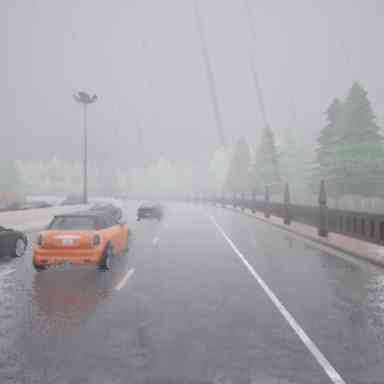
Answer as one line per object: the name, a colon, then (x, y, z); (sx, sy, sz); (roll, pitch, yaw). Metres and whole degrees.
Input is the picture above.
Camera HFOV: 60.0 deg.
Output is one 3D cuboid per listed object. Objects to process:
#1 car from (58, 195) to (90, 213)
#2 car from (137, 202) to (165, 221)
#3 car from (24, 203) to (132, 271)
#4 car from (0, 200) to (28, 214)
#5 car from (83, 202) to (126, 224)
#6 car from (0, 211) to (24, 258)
car: (-14.225, 1.392, 40.500); (2.150, 2.045, 5.566); (0, 0, -2)
car: (-3.401, 1.597, 28.307); (1.882, 1.535, 5.008); (0, 0, 0)
car: (-3.413, 1.400, 11.272); (2.097, 1.767, 4.553); (0, 0, 0)
car: (-21.145, 1.709, 38.297); (2.033, 1.411, 5.357); (0, 0, -1)
car: (-6.906, 1.604, 26.726); (2.128, 1.511, 4.902); (0, 0, 0)
car: (-6.916, 1.548, 10.172); (1.837, 1.490, 4.892); (0, 0, 0)
